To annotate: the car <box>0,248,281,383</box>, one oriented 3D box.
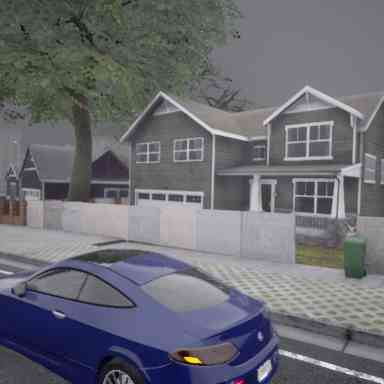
[{"bbox_3d":[-1.176,1.523,4.525,4.674,1.442,1.812,0,0,36],"label":"car"}]
